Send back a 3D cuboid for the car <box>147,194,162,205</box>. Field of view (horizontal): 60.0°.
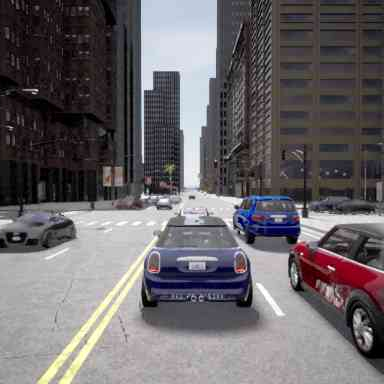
[{"bbox_3d":[-6.600,1.456,55.280,2.128,1.511,4.902,0,0,0],"label":"car"}]

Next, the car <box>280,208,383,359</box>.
[{"bbox_3d":[3.344,1.349,6.152,2.097,1.767,4.553,0,0,0],"label":"car"}]

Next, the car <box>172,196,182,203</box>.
[{"bbox_3d":[-3.265,1.511,71.477,1.994,1.385,4.181,0,0,0],"label":"car"}]

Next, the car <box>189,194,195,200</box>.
[{"bbox_3d":[-0.019,1.458,92.264,1.837,1.490,4.892,0,0,0],"label":"car"}]

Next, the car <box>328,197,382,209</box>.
[{"bbox_3d":[16.789,1.496,33.789,4.674,1.442,1.812,0,1,1],"label":"car"}]

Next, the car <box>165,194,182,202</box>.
[{"bbox_3d":[-3.339,1.563,59.209,1.895,1.301,4.718,0,0,0],"label":"car"}]

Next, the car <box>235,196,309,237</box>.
[{"bbox_3d":[3.349,1.211,15.863,2.150,2.045,5.566,0,0,-2],"label":"car"}]

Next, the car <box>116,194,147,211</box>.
[{"bbox_3d":[-7.626,1.321,40.988,2.097,1.767,4.553,0,0,12],"label":"car"}]

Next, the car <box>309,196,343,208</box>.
[{"bbox_3d":[15.345,1.278,36.907,4.553,1.767,2.097,0,1,-1],"label":"car"}]

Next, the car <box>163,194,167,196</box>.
[{"bbox_3d":[-6.514,1.471,69.112,2.128,1.511,4.902,0,0,0],"label":"car"}]

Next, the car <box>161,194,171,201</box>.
[{"bbox_3d":[-6.518,1.305,83.425,2.097,1.767,4.553,0,0,0],"label":"car"}]

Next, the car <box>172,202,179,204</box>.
[{"bbox_3d":[0.090,1.480,17.048,2.128,1.511,4.902,0,0,0],"label":"car"}]

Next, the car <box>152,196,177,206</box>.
[{"bbox_3d":[-3.358,1.518,41.600,2.033,1.411,5.357,0,0,0],"label":"car"}]

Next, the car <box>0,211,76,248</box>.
[{"bbox_3d":[-6.602,1.555,14.492,1.994,1.385,4.181,0,0,0],"label":"car"}]

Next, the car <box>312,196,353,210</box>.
[{"bbox_3d":[16.671,1.324,39.608,4.097,1.590,1.967,0,1,0],"label":"car"}]

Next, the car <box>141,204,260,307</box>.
[{"bbox_3d":[0.094,1.348,8.111,2.097,1.767,4.553,0,0,0],"label":"car"}]
